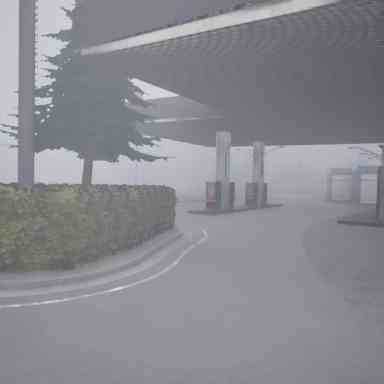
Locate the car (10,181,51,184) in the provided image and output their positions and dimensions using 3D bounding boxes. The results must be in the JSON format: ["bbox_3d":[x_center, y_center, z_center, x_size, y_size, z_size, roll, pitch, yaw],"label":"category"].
[{"bbox_3d":[-17.222,-0.176,35.204,3.866,1.878,1.905,2,2,35],"label":"car"}]

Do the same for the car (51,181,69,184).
[{"bbox_3d":[-26.767,-1.255,65.449,3.866,1.878,1.905,2,2,35],"label":"car"}]

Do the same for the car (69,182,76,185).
[{"bbox_3d":[-25.429,-1.281,68.061,4.605,1.855,1.932,2,2,35],"label":"car"}]

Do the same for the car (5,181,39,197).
[{"bbox_3d":[-21.754,-0.462,42.421,4.605,1.855,1.932,2,2,35],"label":"car"}]

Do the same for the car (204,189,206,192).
[{"bbox_3d":[4.897,-0.326,65.594,5.027,1.636,2.152,2,2,35],"label":"car"}]
